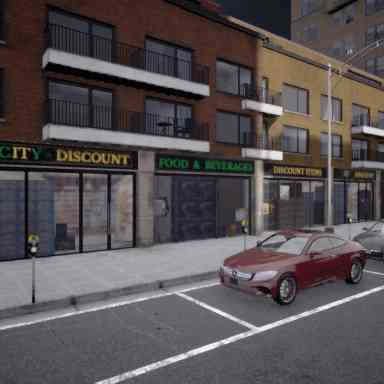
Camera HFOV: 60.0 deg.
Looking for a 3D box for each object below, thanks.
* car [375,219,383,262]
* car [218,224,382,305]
[{"bbox_3d":[7.051,1.551,11.202,4.403,1.369,2.008,0,0,-35],"label":"car"},{"bbox_3d":[2.554,1.582,8.002,4.206,1.307,1.802,0,0,-35],"label":"car"}]
